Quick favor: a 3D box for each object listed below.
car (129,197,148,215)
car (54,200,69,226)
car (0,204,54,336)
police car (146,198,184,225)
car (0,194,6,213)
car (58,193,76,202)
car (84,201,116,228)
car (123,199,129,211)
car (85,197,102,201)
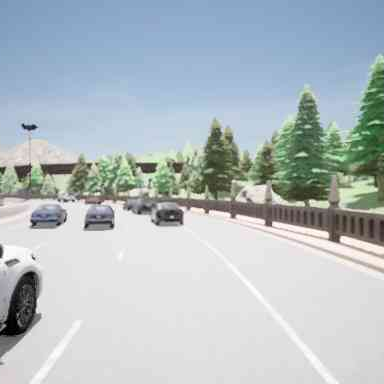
[{"bbox_3d":[-4.893,1.355,34.532,2.097,1.767,4.553,0,0,-19],"label":"car"},{"bbox_3d":[-10.029,1.564,23.532,2.033,1.411,5.357,0,0,-14],"label":"car"},{"bbox_3d":[-3.618,1.228,3.498,2.150,2.045,5.566,0,0,-2],"label":"car"},{"bbox_3d":[-1.891,1.425,24.130,1.930,1.638,5.238,0,0,-13],"label":"police car"},{"bbox_3d":[-22.548,1.263,37.744,2.150,2.045,5.566,0,0,-24],"label":"car"},{"bbox_3d":[-26.559,1.153,70.458,2.150,2.045,5.566,0,0,-41],"label":"car"},{"bbox_3d":[-6.178,1.556,22.465,2.033,1.411,5.357,0,0,-13],"label":"car"},{"bbox_3d":[-7.218,1.533,40.720,1.812,1.442,4.674,0,0,-22],"label":"car"},{"bbox_3d":[-17.383,1.589,58.397,1.994,1.385,4.181,0,0,-35],"label":"car"}]
